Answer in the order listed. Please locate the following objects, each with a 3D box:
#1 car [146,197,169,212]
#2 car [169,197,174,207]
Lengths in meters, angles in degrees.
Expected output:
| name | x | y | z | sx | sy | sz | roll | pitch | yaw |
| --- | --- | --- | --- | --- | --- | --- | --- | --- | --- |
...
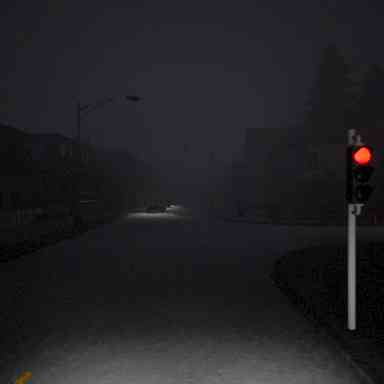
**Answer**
| name | x | y | z | sx | sy | sz | roll | pitch | yaw |
| --- | --- | --- | --- | --- | --- | --- | --- | --- | --- |
| car | -4.099 | 1.473 | 38.430 | 1.882 | 1.535 | 5.008 | 0 | 0 | 0 |
| car | -4.098 | 1.500 | 48.400 | 1.837 | 1.490 | 4.892 | 0 | 0 | 0 |
